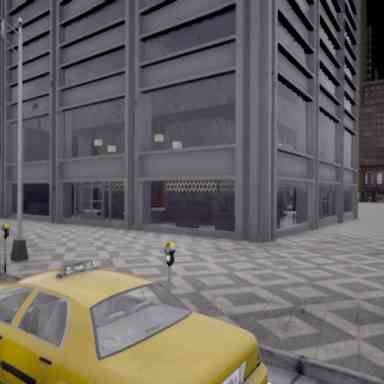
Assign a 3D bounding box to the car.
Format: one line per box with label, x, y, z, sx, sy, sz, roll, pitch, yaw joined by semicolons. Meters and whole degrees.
car;-1.558;1.520;4.063;4.829;1.417;1.752;0;0;35
